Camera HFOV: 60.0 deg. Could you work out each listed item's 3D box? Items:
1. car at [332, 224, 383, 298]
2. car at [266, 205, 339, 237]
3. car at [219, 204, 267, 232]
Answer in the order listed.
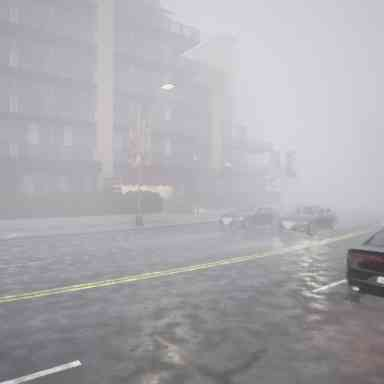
[{"bbox_3d":[5.431,1.476,7.699,5.008,1.535,1.882,0,0,-40],"label":"car"},{"bbox_3d":[6.458,1.484,18.328,2.128,1.511,4.902,0,0,43],"label":"car"},{"bbox_3d":[3.630,1.482,20.434,2.128,1.511,4.902,0,0,44],"label":"car"}]
